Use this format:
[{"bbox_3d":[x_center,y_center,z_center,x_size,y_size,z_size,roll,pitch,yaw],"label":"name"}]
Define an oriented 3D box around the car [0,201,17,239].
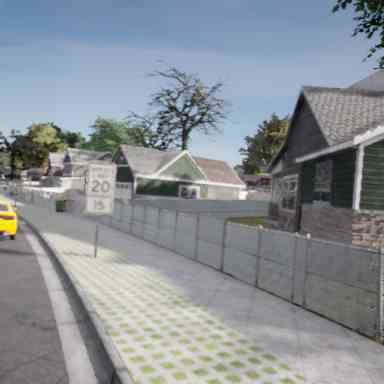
[{"bbox_3d":[-8.877,1.073,14.641,1.882,1.535,5.008,5,-1,-31],"label":"car"}]
